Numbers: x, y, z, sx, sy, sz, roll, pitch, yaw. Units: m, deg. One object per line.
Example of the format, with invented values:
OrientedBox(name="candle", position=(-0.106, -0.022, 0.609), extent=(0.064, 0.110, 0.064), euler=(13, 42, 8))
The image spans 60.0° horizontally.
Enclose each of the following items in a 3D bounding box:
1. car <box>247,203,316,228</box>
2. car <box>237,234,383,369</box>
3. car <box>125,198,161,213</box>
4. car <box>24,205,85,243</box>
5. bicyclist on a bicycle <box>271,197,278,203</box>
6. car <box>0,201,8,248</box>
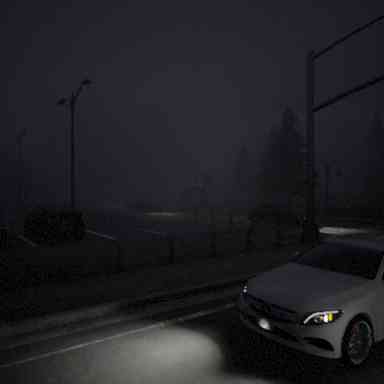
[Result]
OrientedBox(name="car", position=(5.901, 1.505, 22.403), extent=(1.837, 1.490, 4.892), euler=(0, 0, -36))
OrientedBox(name="car", position=(2.926, 1.526, 5.822), extent=(4.674, 1.442, 1.812), euler=(0, 0, -34))
OrientedBox(name="car", position=(-5.289, 1.477, 37.602), extent=(1.882, 1.535, 5.008), euler=(0, 0, -36))
OrientedBox(name="car", position=(-6.383, 1.340, 15.298), extent=(2.007, 1.523, 4.514), euler=(0, 0, -36))
OrientedBox(name="bicyclist on a bicycle", position=(7.949, 1.301, 32.232), extent=(1.656, 1.620, 0.582), euler=(0, 0, -36))
OrientedBox(name="car", position=(-8.895, 1.331, 13.418), extent=(2.152, 1.636, 5.027), euler=(0, 0, -36))
